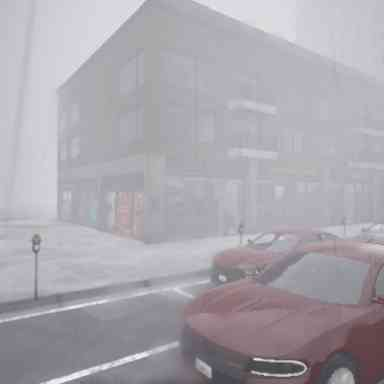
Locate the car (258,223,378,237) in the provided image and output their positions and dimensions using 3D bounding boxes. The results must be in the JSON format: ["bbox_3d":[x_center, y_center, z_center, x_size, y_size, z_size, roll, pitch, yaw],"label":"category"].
[{"bbox_3d":[2.476,1.584,8.287,4.507,1.381,1.887,0,0,-35],"label":"car"}]

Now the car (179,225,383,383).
[{"bbox_3d":[2.152,1.503,4.783,5.008,1.535,1.882,0,0,-35],"label":"car"}]

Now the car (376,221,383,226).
[{"bbox_3d":[6.979,1.652,11.488,4.206,1.307,1.802,0,0,-35],"label":"car"}]
